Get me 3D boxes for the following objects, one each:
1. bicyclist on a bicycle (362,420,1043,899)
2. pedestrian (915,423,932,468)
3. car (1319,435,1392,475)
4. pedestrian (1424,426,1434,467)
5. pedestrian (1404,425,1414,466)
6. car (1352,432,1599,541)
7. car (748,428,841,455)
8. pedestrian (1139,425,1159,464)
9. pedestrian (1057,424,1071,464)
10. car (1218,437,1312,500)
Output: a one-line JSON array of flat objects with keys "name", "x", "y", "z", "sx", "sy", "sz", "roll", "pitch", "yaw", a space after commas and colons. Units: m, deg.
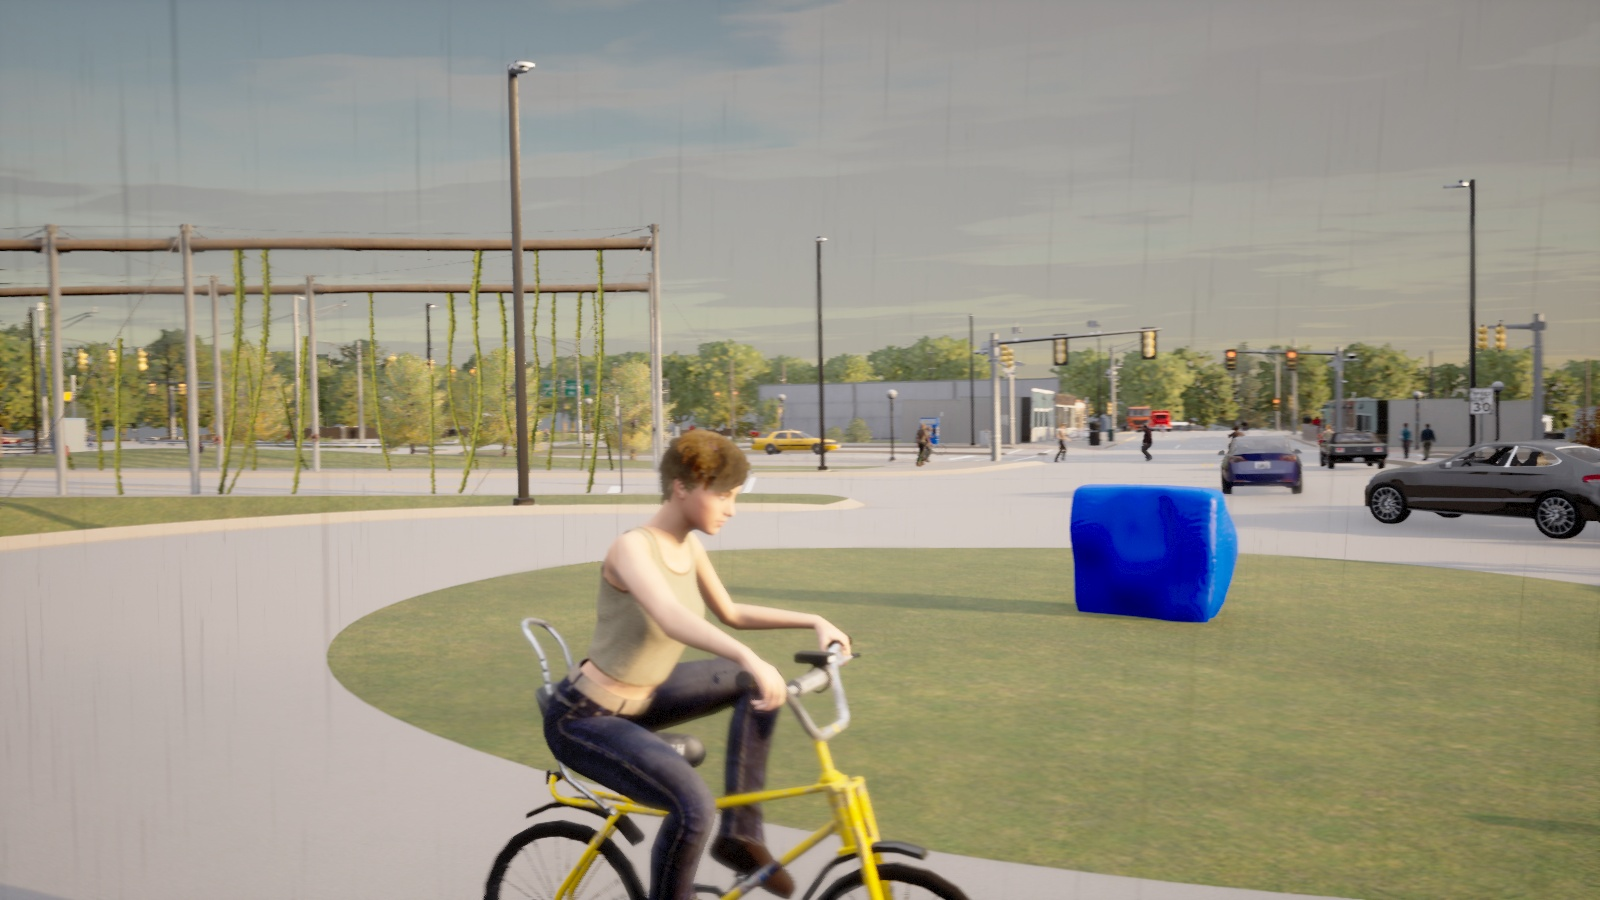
[{"name": "bicyclist on a bicycle", "x": -0.219, "y": 0.750, "z": 3.254, "sx": 1.509, "sy": 1.612, "sz": 0.866, "roll": 1, "pitch": -1, "yaw": 21}, {"name": "pedestrian", "x": 5.083, "y": -0.197, "z": 51.629, "sx": 0.634, "sy": 1.846, "sz": 0.331, "roll": -2, "pitch": 3, "yaw": -39}, {"name": "car", "x": 19.685, "y": 0.143, "z": 44.660, "sx": 1.895, "sy": 1.301, "sz": 4.718, "roll": 0, "pitch": 1, "yaw": 18}, {"name": "pedestrian", "x": 28.787, "y": -0.167, "z": 57.442, "sx": 0.370, "sy": 1.835, "sz": 0.726, "roll": 0, "pitch": 2, "yaw": 30}, {"name": "pedestrian", "x": 28.899, "y": -0.207, "z": 59.611, "sx": 0.396, "sy": 1.930, "sz": 0.692, "roll": 0, "pitch": 2, "yaw": 28}, {"name": "car", "x": 13.086, "y": 0.575, "z": 23.200, "sx": 2.152, "sy": 1.651, "sz": 5.027, "roll": -2, "pitch": 3, "yaw": -28}, {"name": "car", "x": -0.340, "y": -0.536, "z": 76.081, "sx": 5.366, "sy": 1.575, "sz": 1.801, "roll": 0, "pitch": 2, "yaw": 14}, {"name": "pedestrian", "x": 16.408, "y": -0.263, "z": 59.050, "sx": 0.899, "sy": 1.844, "sz": 0.634, "roll": 0, "pitch": 2, "yaw": 15}, {"name": "pedestrian", "x": 12.205, "y": -0.262, "z": 58.043, "sx": 0.594, "sy": 1.836, "sz": 0.345, "roll": 0, "pitch": 2, "yaw": 7}, {"name": "car", "x": 12.356, "y": 0.455, "z": 33.592, "sx": 2.163, "sy": 1.488, "sz": 4.792, "roll": -1, "pitch": 1, "yaw": 19}]
